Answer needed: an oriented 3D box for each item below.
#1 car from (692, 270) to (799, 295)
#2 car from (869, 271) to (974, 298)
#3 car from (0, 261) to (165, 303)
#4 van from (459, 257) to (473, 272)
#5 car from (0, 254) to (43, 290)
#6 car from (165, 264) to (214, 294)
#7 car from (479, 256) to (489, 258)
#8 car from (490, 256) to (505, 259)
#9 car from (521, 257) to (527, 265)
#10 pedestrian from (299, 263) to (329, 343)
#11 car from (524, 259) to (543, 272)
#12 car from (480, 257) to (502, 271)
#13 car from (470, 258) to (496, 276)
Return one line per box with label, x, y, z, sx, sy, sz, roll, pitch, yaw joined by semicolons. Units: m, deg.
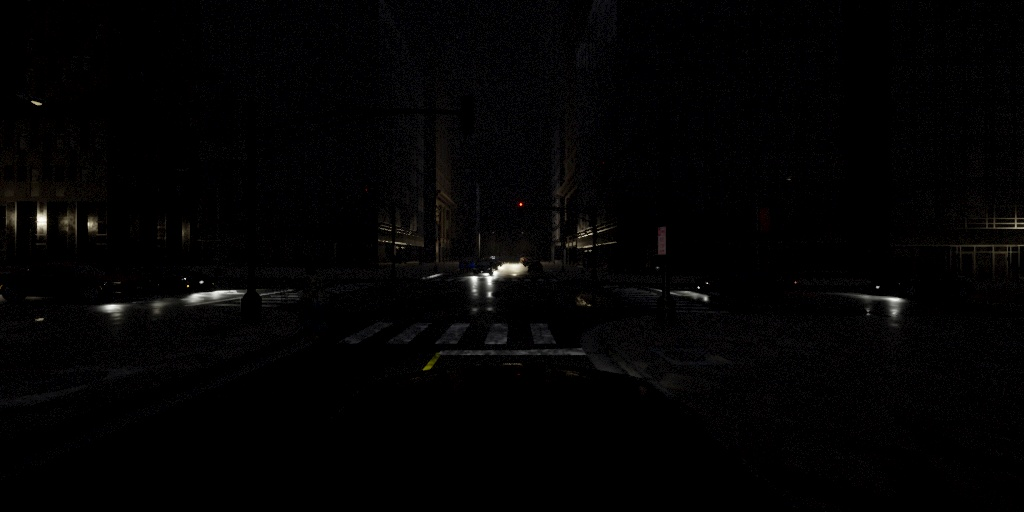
car;13.651;1.503;21.085;5.357;1.411;2.033;1;0;0
car;23.880;1.598;21.030;4.892;1.490;1.837;0;0;0
car;-17.608;0.993;14.568;5.008;1.535;1.882;1;0;0
van;-5.639;1.058;45.147;1.690;1.789;3.998;0;0;0
car;-27.026;0.758;17.875;4.553;1.767;2.097;1;0;0
car;-17.417;1.094;17.817;4.181;1.385;1.994;1;0;0
car;-5.528;1.128;62.094;1.967;1.591;4.097;0;0;0
car;-2.726;1.211;63.295;1.812;1.442;4.674;0;0;1
car;2.997;1.270;62.040;1.802;1.307;4.207;0;0;0
pedestrian;-4.527;1.043;8.198;0.375;1.860;0.375;0;0;0
car;2.886;1.283;45.092;1.948;1.339;4.313;0;0;0
car;-2.851;1.204;48.703;2.128;1.511;4.902;0;0;0
car;-2.925;1.252;37.232;1.812;1.442;4.674;0;0;0
